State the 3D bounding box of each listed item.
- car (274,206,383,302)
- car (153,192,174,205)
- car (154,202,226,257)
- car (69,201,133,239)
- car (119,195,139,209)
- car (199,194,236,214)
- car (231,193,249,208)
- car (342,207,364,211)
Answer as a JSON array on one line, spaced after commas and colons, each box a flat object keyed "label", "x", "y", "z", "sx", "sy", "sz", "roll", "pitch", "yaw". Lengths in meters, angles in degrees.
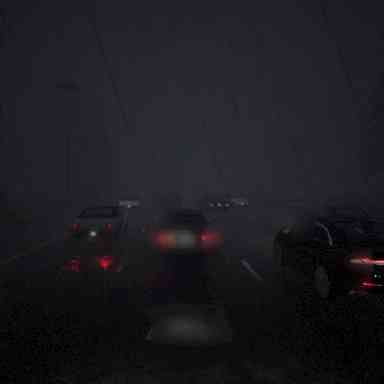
[{"label": "car", "x": 3.366, "y": 1.330, "z": 7.857, "sx": 2.128, "sy": 1.511, "sz": 4.902, "roll": 0, "pitch": 1, "yaw": -2}, {"label": "car", "x": -2.986, "y": 0.784, "z": 34.980, "sx": 1.882, "sy": 1.535, "sz": 5.008, "roll": 0, "pitch": 1, "yaw": -10}, {"label": "car", "x": -0.300, "y": 1.311, "z": 11.769, "sx": 2.033, "sy": 1.411, "sz": 5.357, "roll": 0, "pitch": 1, "yaw": -3}, {"label": "car", "x": -4.045, "y": 1.299, "z": 15.259, "sx": 1.895, "sy": 1.301, "sz": 4.718, "roll": 0, "pitch": 1, "yaw": -4}, {"label": "car", "x": -6.075, "y": 0.960, "z": 32.409, "sx": 1.895, "sy": 1.301, "sz": 4.718, "roll": 0, "pitch": 1, "yaw": -9}, {"label": "car", "x": 1.727, "y": 0.998, "z": 27.523, "sx": 2.033, "sy": 1.411, "sz": 5.357, "roll": 0, "pitch": 1, "yaw": -8}, {"label": "car", "x": 4.348, "y": 0.854, "z": 33.581, "sx": 1.812, "sy": 1.442, "sz": 4.674, "roll": 0, "pitch": 1, "yaw": -9}, {"label": "car", "x": 6.500, "y": 1.296, "z": 14.982, "sx": 1.895, "sy": 1.301, "sz": 4.718, "roll": 0, "pitch": 1, "yaw": -4}]
